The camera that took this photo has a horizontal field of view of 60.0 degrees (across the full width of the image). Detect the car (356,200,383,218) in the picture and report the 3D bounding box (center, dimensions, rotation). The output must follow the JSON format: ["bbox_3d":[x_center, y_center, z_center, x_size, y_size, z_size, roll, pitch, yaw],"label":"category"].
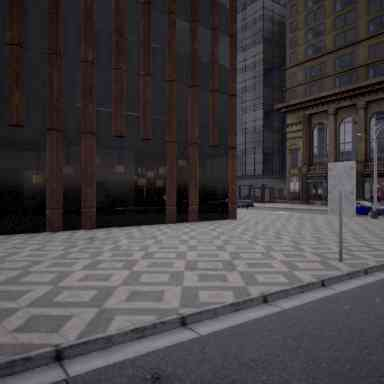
[{"bbox_3d":[14.796,1.424,29.453,1.882,1.535,5.008,0,0,-36],"label":"car"}]

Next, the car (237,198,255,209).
[{"bbox_3d":[5.540,1.451,42.444,2.033,1.411,5.357,0,0,-35],"label":"car"}]
